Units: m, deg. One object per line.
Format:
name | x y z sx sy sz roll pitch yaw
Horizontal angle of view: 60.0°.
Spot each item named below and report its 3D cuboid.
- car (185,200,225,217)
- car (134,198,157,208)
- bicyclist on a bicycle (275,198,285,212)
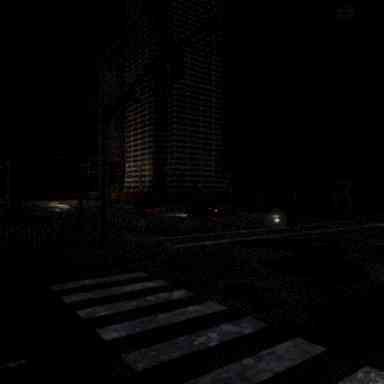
car | 1.117 1.702 32.782 1.994 1.385 4.181 0 0 -35
car | -6.989 1.654 50.076 2.128 1.511 4.902 0 0 -35
bicyclist on a bicycle | 10.235 1.475 38.596 1.656 1.620 0.582 0 0 -35
